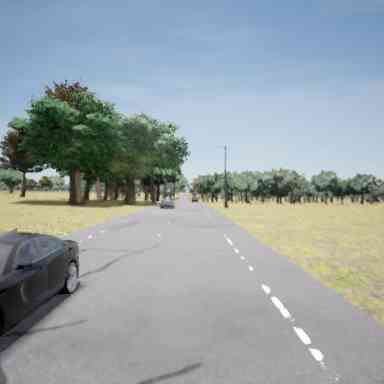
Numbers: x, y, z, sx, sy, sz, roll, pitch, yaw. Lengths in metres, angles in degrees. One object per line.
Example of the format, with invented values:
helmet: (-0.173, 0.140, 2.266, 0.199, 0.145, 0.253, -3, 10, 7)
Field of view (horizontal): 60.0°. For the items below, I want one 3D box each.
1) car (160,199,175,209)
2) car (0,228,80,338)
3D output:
car: (-3.571, 1.777, 48.741, 1.994, 1.385, 4.181, 0, -1, 0)
car: (-3.601, 1.503, 5.972, 1.882, 1.535, 5.008, 0, 0, 0)
